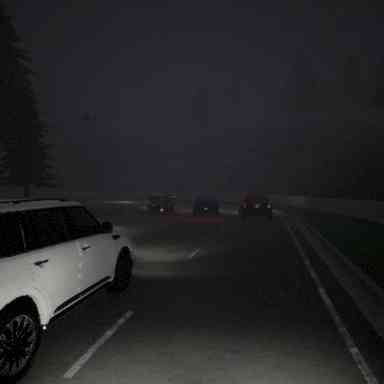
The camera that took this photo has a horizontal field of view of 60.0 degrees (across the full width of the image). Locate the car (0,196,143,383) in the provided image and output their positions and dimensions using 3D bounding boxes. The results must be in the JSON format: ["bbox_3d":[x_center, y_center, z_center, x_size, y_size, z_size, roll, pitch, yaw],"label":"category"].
[{"bbox_3d":[-2.748,1.108,5.404,2.150,2.045,5.566,0,1,9],"label":"car"}]

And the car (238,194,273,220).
[{"bbox_3d":[4.466,0.910,23.798,2.097,1.767,4.553,0,1,6],"label":"car"}]

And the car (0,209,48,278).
[{"bbox_3d":[-5.780,1.325,7.700,2.128,1.511,4.902,0,1,10],"label":"car"}]

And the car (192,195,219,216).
[{"bbox_3d":[1.000,0.985,25.782,1.882,1.535,5.008,1,1,0],"label":"car"}]

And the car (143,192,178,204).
[{"bbox_3d":[-3.907,0.728,39.305,4.902,1.511,2.128,1,1,33],"label":"car"}]

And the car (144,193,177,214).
[{"bbox_3d":[-2.780,1.055,27.983,1.895,1.301,4.718,0,1,-11],"label":"car"}]
